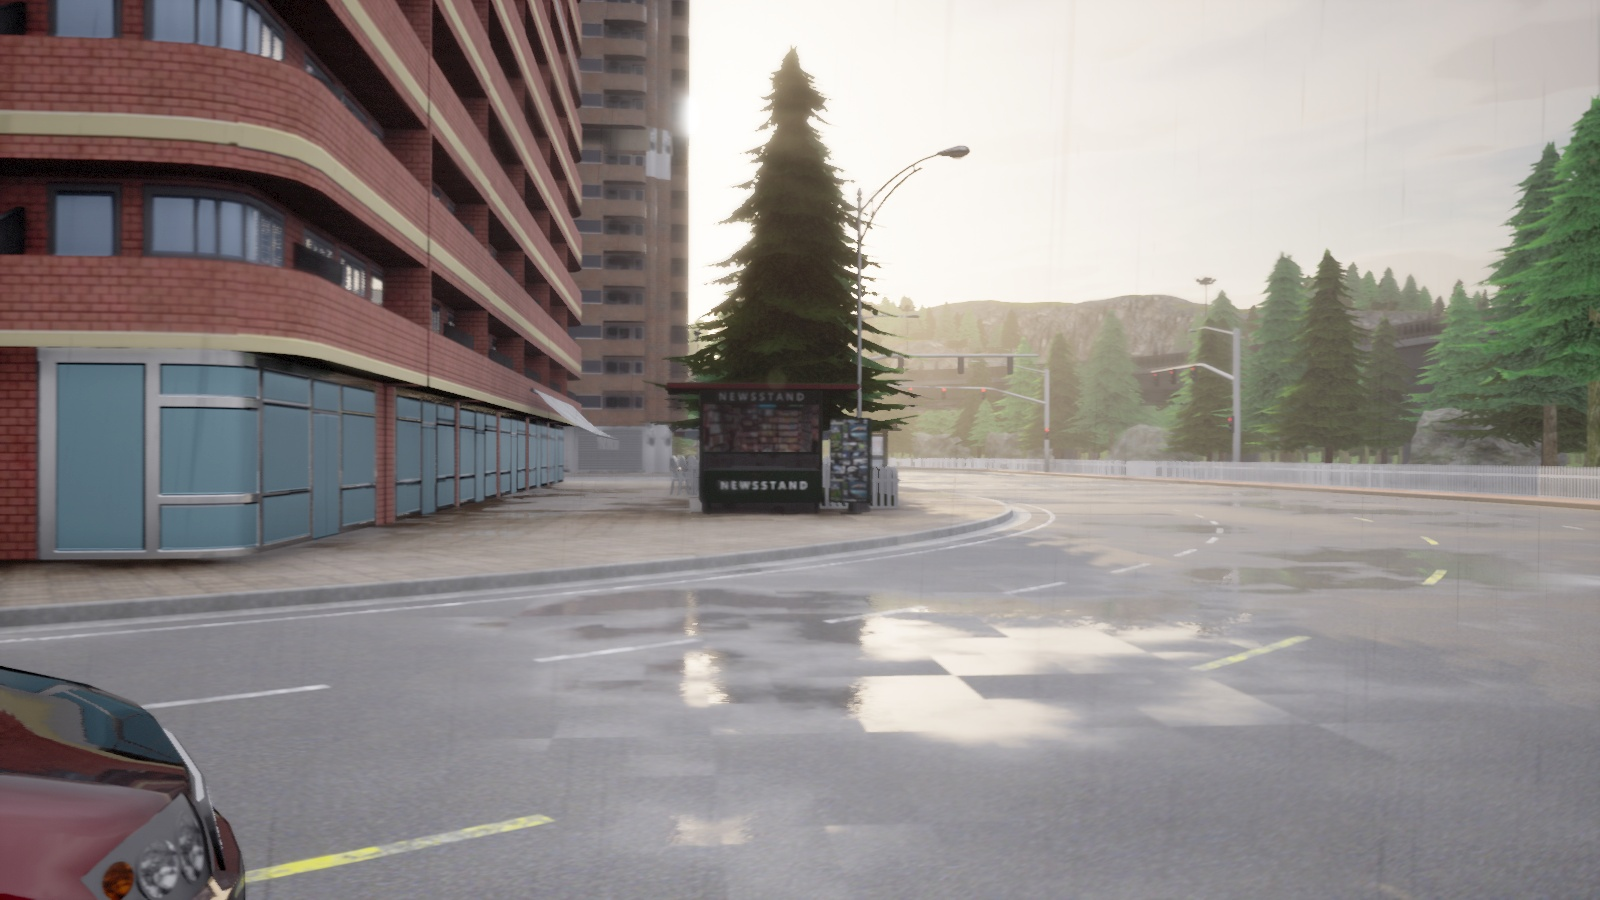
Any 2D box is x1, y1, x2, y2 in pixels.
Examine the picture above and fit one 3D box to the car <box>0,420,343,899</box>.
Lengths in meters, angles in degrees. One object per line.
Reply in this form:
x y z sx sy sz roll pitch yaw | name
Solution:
-2.765 0.736 1.723 3.705 1.549 1.789 0 0 -33 | car
